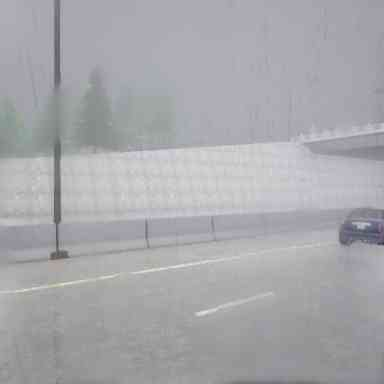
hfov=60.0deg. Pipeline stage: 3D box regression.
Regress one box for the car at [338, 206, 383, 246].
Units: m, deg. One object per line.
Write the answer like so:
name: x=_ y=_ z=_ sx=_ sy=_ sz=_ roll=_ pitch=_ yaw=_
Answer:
car: x=8.244 y=1.363 z=14.049 sx=4.553 sy=1.767 sz=2.097 roll=0 pitch=0 yaw=-35
